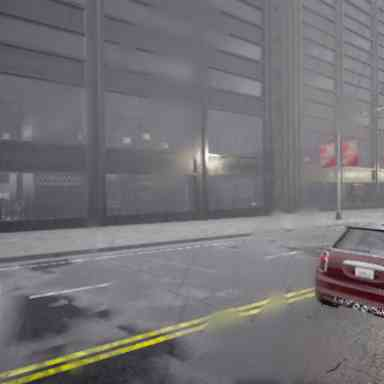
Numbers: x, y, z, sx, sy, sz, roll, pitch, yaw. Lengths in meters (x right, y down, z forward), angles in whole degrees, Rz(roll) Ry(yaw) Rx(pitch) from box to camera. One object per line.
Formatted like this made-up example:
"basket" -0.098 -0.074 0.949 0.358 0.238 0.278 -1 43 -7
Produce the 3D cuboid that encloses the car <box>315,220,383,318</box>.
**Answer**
"car" 4.561 1.346 6.695 4.553 1.767 2.097 0 0 -36
